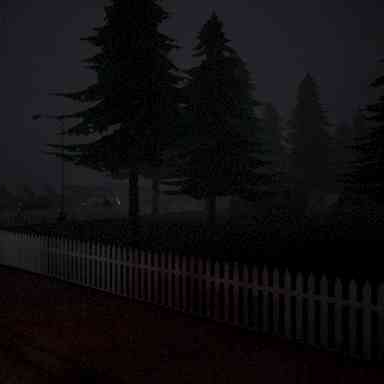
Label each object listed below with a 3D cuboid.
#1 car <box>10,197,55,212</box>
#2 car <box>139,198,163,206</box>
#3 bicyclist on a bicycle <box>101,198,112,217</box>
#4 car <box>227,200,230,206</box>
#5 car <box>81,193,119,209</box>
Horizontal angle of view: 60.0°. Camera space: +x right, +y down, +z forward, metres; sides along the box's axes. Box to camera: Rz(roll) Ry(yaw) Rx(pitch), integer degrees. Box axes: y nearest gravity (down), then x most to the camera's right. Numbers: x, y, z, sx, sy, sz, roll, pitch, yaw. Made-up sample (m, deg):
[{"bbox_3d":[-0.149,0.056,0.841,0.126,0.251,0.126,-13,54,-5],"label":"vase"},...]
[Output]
[{"bbox_3d":[-18.020,1.352,37.618,2.097,1.767,4.553,0,0,34],"label":"car"},{"bbox_3d":[-6.790,1.491,54.083,2.128,1.511,4.902,0,0,35],"label":"car"},{"bbox_3d":[-7.164,1.302,27.826,1.656,1.620,0.582,0,0,34],"label":"bicyclist on a bicycle"},{"bbox_3d":[4.181,1.477,51.262,1.882,1.535,5.008,0,0,34],"label":"car"},{"bbox_3d":[-12.526,1.221,45.694,2.150,2.045,5.566,0,0,34],"label":"car"}]
